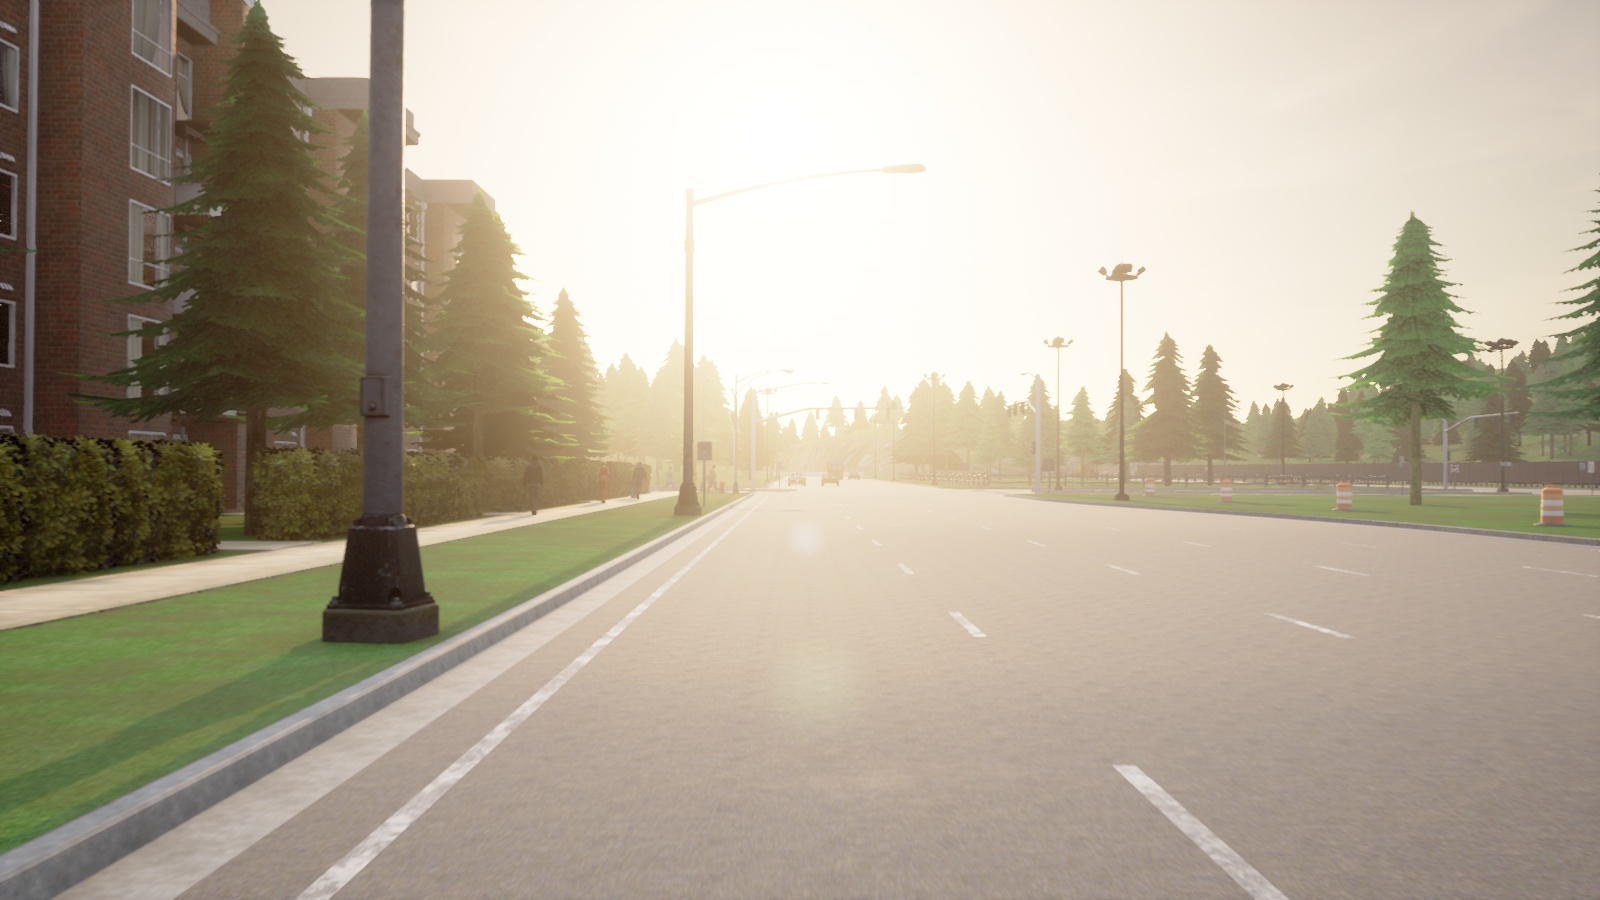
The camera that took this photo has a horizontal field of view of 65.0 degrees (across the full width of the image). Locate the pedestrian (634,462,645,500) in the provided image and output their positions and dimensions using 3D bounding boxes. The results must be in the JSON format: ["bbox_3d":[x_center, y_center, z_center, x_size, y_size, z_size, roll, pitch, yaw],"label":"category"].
[{"bbox_3d":[-7.683,1.480,60.079,0.402,1.842,0.726,0,-1,0],"label":"pedestrian"}]

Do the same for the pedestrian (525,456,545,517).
[{"bbox_3d":[-8.042,1.114,38.137,0.431,1.840,0.703,0,-1,1],"label":"pedestrian"}]

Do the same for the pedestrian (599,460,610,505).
[{"bbox_3d":[-8.197,1.357,52.608,0.345,1.836,0.594,0,-1,0],"label":"pedestrian"}]

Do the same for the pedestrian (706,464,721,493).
[{"bbox_3d":[-5.592,1.836,81.263,0.900,1.855,0.874,0,-1,5],"label":"pedestrian"}]

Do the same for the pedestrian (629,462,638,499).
[{"bbox_3d":[-8.207,1.514,62.014,0.354,1.836,0.706,0,-1,0],"label":"pedestrian"}]
